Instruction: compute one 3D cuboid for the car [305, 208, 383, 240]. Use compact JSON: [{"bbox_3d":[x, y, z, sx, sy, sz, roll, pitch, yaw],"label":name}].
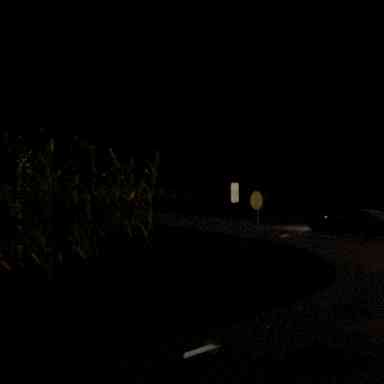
[{"bbox_3d":[8.402,1.541,17.191,2.033,1.411,5.357,-1,0,-26],"label":"car"}]
